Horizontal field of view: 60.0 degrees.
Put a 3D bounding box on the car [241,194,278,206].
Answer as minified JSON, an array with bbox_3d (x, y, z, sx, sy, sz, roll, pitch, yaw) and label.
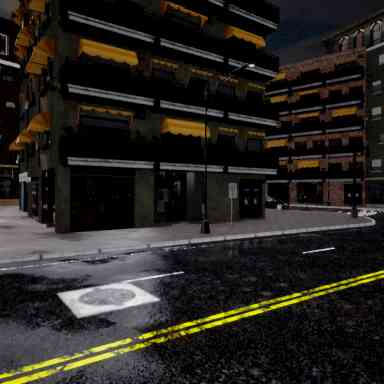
[{"bbox_3d":[9.110,1.073,44.868,4.403,1.369,2.008,1,0,38],"label":"car"}]

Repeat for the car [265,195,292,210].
[{"bbox_3d":[8.234,1.162,34.887,4.403,1.369,2.008,1,0,38],"label":"car"}]
